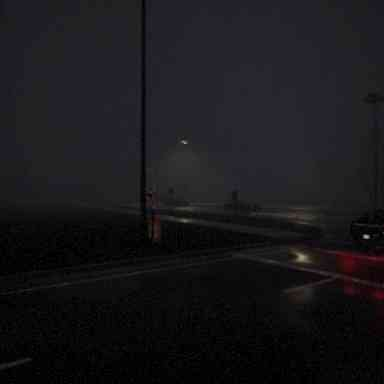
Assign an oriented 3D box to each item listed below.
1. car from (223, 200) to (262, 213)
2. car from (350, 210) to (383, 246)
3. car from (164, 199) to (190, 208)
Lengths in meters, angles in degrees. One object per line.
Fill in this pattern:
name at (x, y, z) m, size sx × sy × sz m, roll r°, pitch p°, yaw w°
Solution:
car at (5.754, 1.631, 38.013) m, size 1.895 × 1.301 × 4.718 m, roll 0°, pitch 0°, yaw -35°
car at (8.711, 1.509, 14.257) m, size 4.902 × 1.511 × 2.128 m, roll 0°, pitch 0°, yaw -35°
car at (-2.327, 1.631, 49.718) m, size 1.895 × 1.301 × 4.718 m, roll 0°, pitch 0°, yaw -34°
